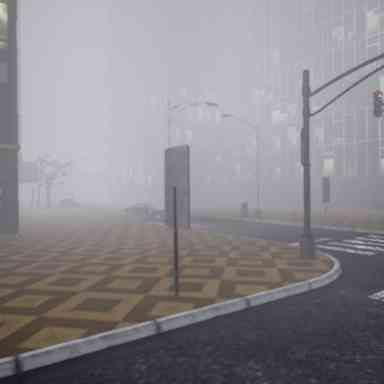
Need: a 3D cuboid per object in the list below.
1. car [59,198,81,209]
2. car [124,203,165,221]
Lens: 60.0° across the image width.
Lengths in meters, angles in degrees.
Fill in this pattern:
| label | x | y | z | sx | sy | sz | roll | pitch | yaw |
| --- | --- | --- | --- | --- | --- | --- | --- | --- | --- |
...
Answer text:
| label | x | y | z | sx | sy | sz | roll | pitch | yaw |
| --- | --- | --- | --- | --- | --- | --- | --- | --- | --- |
| car | -17.495 | 1.604 | 47.464 | 2.033 | 1.411 | 5.357 | -1 | 0 | -35 |
| car | -3.936 | 1.630 | 28.121 | 1.895 | 1.301 | 4.718 | -1 | 0 | -35 |
